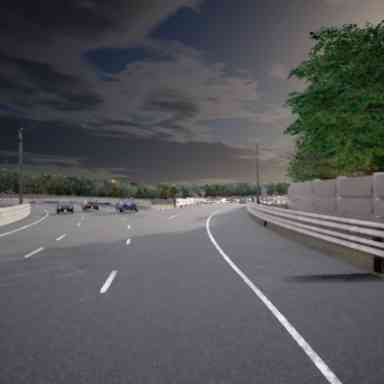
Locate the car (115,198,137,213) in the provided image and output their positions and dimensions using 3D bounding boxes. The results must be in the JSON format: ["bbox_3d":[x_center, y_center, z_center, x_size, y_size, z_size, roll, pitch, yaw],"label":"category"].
[{"bbox_3d":[-8.095,1.525,40.510,2.097,1.767,4.553,-1,0,-22],"label":"car"}]

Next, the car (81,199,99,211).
[{"bbox_3d":[-13.886,1.761,45.080,1.837,1.490,4.892,0,0,-25],"label":"car"}]

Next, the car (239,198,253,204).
[{"bbox_3d":[12.404,2.087,78.987,2.033,1.411,5.357,-1,-2,19],"label":"car"}]

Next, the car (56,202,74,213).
[{"bbox_3d":[-15.661,1.873,40.731,1.895,1.301,4.718,-1,0,-24],"label":"car"}]
